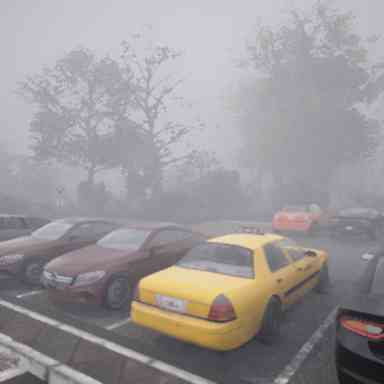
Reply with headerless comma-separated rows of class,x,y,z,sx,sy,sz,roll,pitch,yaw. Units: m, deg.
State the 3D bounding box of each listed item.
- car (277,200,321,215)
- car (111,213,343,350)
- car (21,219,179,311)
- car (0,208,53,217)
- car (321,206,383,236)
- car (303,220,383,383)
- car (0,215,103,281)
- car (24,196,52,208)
car,6.119,1.312,18.135,2.185,1.767,4.553,0,0,36
car,1.225,1.434,6.427,1.946,1.575,5.366,0,0,36
car,-1.176,1.480,7.929,2.002,1.452,4.674,0,0,36
car,-5.750,1.477,11.250,2.163,1.488,4.792,0,0,36
car,8.326,1.435,16.580,2.097,1.535,5.008,0,0,36
car,3.408,1.433,4.622,2.097,1.535,5.008,0,0,36
car,-3.470,1.484,9.578,2.002,1.452,4.674,0,0,36
car,-17.149,1.499,35.173,2.185,1.767,4.553,0,0,36
